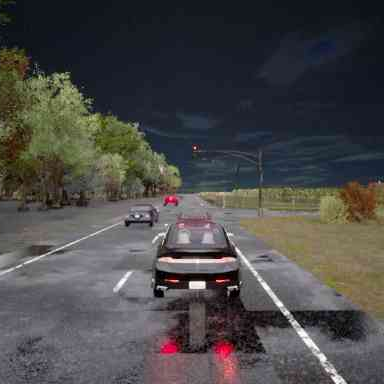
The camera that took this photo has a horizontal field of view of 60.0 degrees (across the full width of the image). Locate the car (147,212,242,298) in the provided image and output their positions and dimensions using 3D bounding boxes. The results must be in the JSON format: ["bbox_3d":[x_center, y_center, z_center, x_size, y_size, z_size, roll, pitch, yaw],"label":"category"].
[{"bbox_3d":[0.101,1.494,8.518,2.128,1.511,4.902,0,0,0],"label":"car"}]

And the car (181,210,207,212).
[{"bbox_3d":[0.104,1.605,17.734,1.895,1.301,4.718,0,0,0],"label":"car"}]

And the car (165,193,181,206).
[{"bbox_3d":[-3.390,1.228,55.964,2.150,2.045,5.566,0,0,0],"label":"car"}]

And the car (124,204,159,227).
[{"bbox_3d":[-3.396,1.552,23.060,2.033,1.411,5.357,0,0,0],"label":"car"}]
